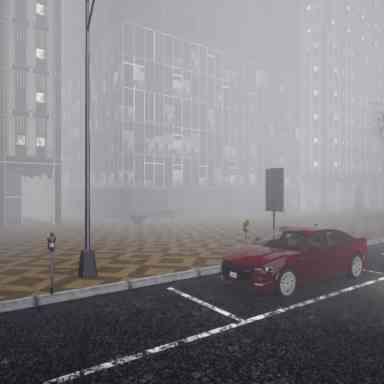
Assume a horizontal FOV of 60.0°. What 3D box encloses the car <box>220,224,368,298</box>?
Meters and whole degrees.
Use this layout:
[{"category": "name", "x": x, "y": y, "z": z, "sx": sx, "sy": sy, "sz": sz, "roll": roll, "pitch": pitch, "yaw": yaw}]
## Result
[{"category": "car", "x": 2.719, "y": 1.545, "z": 8.501, "sx": 4.507, "sy": 1.381, "sz": 1.887, "roll": 0, "pitch": 0, "yaw": -36}]
